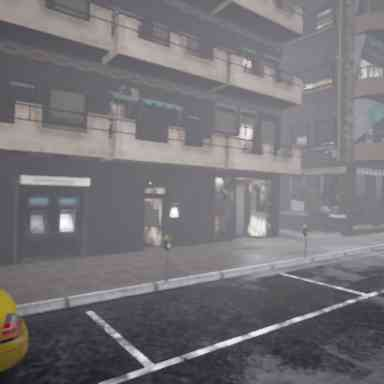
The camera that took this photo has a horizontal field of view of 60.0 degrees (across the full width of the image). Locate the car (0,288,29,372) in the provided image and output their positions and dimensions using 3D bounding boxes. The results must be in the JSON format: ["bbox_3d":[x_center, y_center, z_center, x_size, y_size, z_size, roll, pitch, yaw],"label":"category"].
[{"bbox_3d":[-4.216,1.507,3.039,4.829,1.417,1.752,1,0,-35],"label":"car"}]
